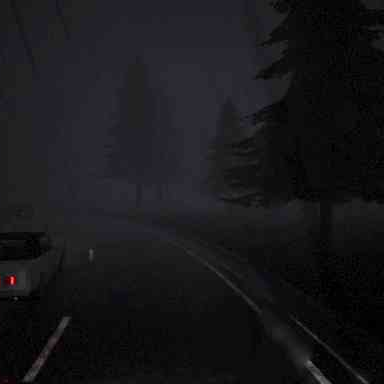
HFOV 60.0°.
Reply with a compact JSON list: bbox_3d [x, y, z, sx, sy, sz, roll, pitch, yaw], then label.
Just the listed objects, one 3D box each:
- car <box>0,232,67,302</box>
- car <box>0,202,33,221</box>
[{"bbox_3d":[-4.307,1.626,8.043,1.895,1.301,4.718,0,0,-12],"label":"car"},{"bbox_3d":[-15.051,1.565,28.208,1.882,1.535,5.008,0,0,-42],"label":"car"}]
